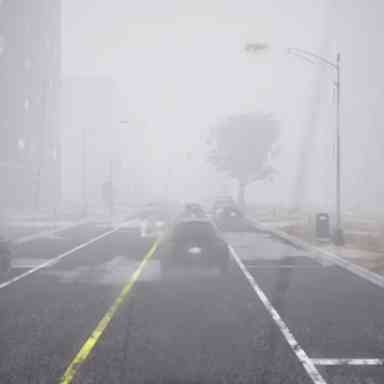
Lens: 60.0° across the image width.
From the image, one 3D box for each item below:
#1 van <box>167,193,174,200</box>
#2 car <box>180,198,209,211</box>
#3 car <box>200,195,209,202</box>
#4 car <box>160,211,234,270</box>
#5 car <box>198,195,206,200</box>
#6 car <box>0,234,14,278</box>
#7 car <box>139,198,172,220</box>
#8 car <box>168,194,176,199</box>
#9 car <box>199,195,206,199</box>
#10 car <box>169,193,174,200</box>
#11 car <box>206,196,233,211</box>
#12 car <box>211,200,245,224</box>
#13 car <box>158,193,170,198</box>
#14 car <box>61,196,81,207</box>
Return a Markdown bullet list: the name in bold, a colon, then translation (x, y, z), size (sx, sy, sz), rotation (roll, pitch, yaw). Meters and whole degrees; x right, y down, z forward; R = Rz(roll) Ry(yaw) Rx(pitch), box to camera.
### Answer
- **van**: translation (-5.697, 1.130, 89.507), size (1.690, 1.788, 3.998), rotation (0, 0, 0)
- **car**: translation (0.080, 1.451, 25.023), size (1.812, 1.442, 4.674), rotation (0, 0, 0)
- **car**: translation (2.684, 1.341, 73.079), size (1.752, 1.417, 4.829), rotation (0, 0, 0)
- **car**: translation (0.083, 1.530, 10.913), size (1.994, 1.385, 4.181), rotation (0, 0, 0)
- **car**: translation (2.683, 1.372, 89.507), size (1.802, 1.307, 4.206), rotation (0, 0, 0)
- **car**: translation (-5.689, 1.542, 7.364), size (1.947, 1.339, 4.313), rotation (0, 0, 0)
- **car**: translation (-3.067, 1.466, 27.541), size (2.033, 1.411, 5.357), rotation (0, 0, 0)
- **car**: translation (-5.698, 1.363, 95.039), size (1.802, 1.307, 4.206), rotation (0, 0, 0)
- **car**: translation (2.686, 1.381, 61.844), size (1.887, 1.381, 4.507), rotation (0, 0, 0)
- **car**: translation (-5.696, 1.366, 72.909), size (2.008, 1.369, 4.403), rotation (0, 0, 0)
- **car**: translation (2.690, 1.229, 29.455), size (2.192, 1.841, 5.009), rotation (0, 0, 0)
- **car**: translation (2.690, 1.495, 23.933), size (1.947, 1.339, 4.313), rotation (0, 0, 0)
- **car**: translation (-5.695, 1.386, 61.843), size (2.008, 1.369, 4.403), rotation (0, 0, 0)
- **car**: translation (-16.429, 1.218, 42.436), size (4.403, 1.369, 2.008), rotation (1, -1, -1)
